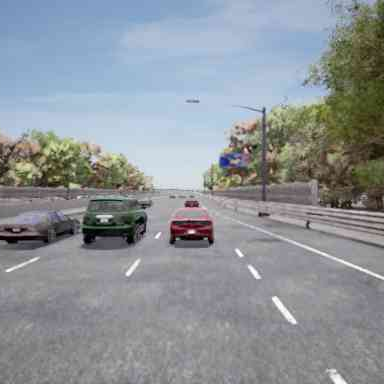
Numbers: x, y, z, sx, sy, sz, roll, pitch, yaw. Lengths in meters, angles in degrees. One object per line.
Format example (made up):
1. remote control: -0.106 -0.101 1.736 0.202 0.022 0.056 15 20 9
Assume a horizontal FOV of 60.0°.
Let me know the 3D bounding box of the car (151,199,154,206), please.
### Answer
1. car: -7.020 1.576 50.988 2.033 1.411 5.357 0 0 0

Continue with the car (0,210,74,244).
1. car: -7.007 1.555 15.782 2.033 1.411 5.357 0 0 0

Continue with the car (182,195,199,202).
1. car: -0.018 1.504 45.602 1.882 1.535 5.008 0 0 0

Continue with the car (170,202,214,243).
1. car: -0.005 1.487 16.111 1.882 1.535 5.008 0 0 0

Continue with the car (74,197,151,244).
1. car: -3.506 1.231 15.975 2.150 2.045 5.566 0 0 0
